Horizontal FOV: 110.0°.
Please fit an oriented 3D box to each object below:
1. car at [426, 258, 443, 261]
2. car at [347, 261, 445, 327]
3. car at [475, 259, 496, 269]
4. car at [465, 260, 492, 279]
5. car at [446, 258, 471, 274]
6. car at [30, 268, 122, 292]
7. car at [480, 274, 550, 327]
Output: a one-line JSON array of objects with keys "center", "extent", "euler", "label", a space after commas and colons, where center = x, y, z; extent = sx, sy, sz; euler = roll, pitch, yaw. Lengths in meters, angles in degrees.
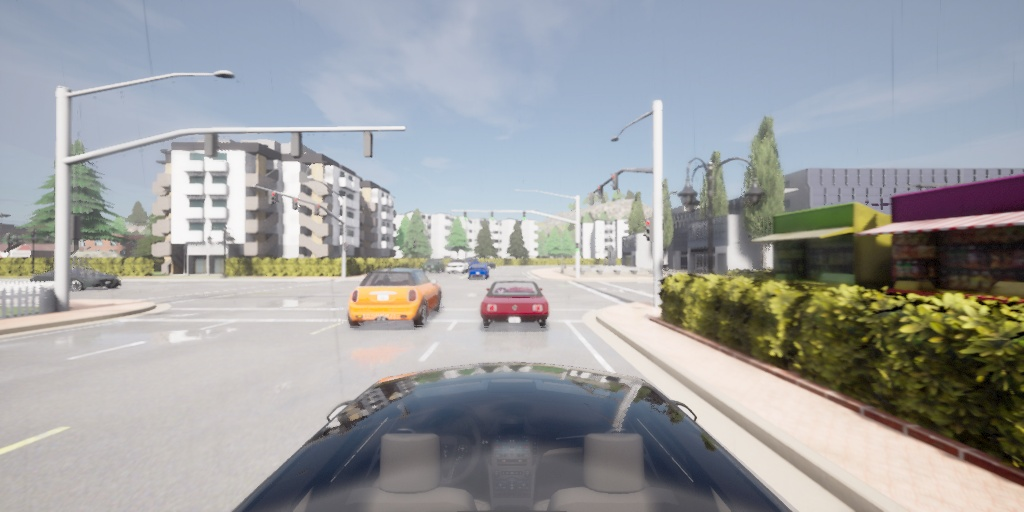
[{"center": [-10.612, 1.314, 48.713], "extent": [2.150, 2.045, 5.566], "euler": [0, 0, 1], "label": "car"}, {"center": [-3.662, 1.177, 12.006], "extent": [2.097, 1.767, 4.553], "euler": [0, 0, -3], "label": "car"}, {"center": [-4.514, 1.705, 65.205], "extent": [2.128, 1.511, 4.902], "euler": [0, 0, 19], "label": "car"}, {"center": [-3.306, 1.482, 36.550], "extent": [1.882, 1.535, 5.008], "euler": [0, 0, -1], "label": "car"}, {"center": [-7.130, 1.304, 47.192], "extent": [2.150, 2.045, 5.566], "euler": [0, -1, 1], "label": "car"}, {"center": [-27.243, 1.465, 22.439], "extent": [4.181, 1.385, 1.994], "euler": [0, 0, 1], "label": "car"}, {"center": [0.083, 1.424, 11.724], "extent": [1.895, 1.301, 4.718], "euler": [0, 0, 0], "label": "car"}]
